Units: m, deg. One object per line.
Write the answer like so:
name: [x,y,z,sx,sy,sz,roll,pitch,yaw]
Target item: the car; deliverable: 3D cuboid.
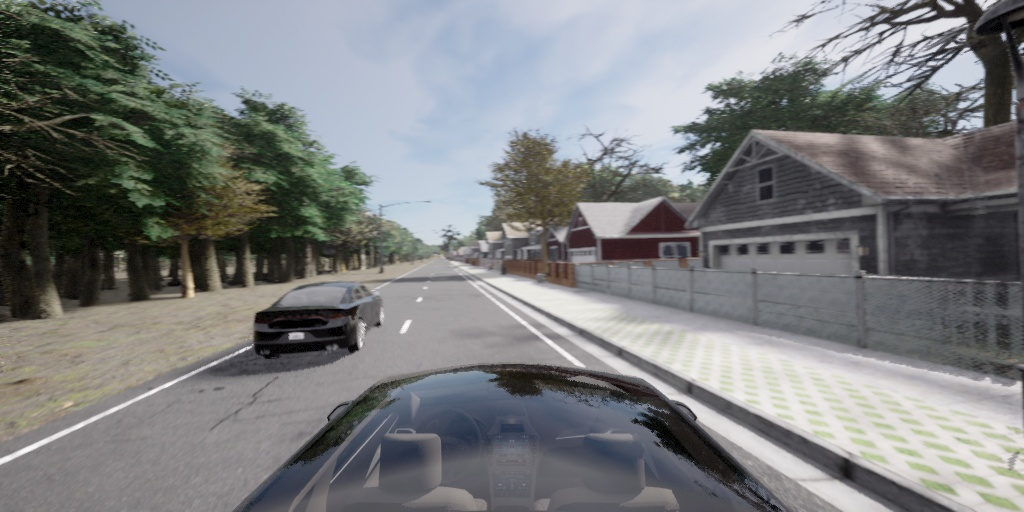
car: [-4.567,1.386,9.212,1.882,1.535,5.008,-2,0,-11]
